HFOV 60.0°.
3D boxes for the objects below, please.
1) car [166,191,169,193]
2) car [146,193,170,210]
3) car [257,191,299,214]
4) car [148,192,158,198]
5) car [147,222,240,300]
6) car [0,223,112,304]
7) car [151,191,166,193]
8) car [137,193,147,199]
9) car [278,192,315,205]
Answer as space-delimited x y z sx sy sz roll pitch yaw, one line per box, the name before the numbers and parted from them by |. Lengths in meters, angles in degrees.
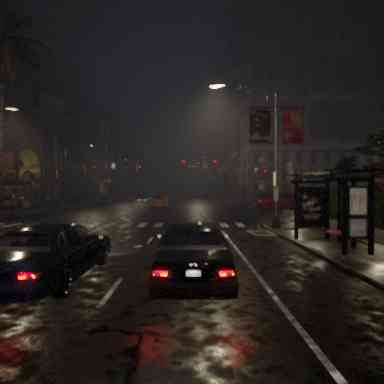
car | -7.172 0.636 88.782 2.097 1.767 4.553 0 0 6
car | -3.673 1.169 38.032 1.882 1.535 5.008 0 0 0
car | 8.850 0.957 31.673 5.566 2.045 2.150 0 0 -21
car | -10.506 0.795 90.172 1.812 1.442 4.674 0 0 6
car | 0.023 1.478 8.432 2.033 1.411 5.357 0 0 0
car | -3.477 1.481 8.246 2.033 1.411 5.357 0 0 0
car | -7.546 0.958 73.405 1.994 1.385 4.181 0 0 0
car | -11.054 0.953 74.330 1.994 1.385 4.181 0 0 0
car | 14.860 0.955 47.575 4.553 1.767 2.097 0 0 -1
